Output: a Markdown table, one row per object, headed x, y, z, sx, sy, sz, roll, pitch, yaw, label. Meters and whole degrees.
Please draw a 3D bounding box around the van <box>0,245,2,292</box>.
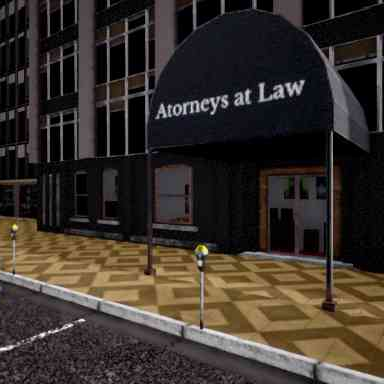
| x | y | z | sx | sy | sz | roll | pitch | yaw | label |
| --- | --- | --- | --- | --- | --- | --- | --- | --- | --- |
| -5.576 | 1.341 | 6.853 | 3.998 | 1.788 | 1.690 | 0 | 0 | 36 | van |
